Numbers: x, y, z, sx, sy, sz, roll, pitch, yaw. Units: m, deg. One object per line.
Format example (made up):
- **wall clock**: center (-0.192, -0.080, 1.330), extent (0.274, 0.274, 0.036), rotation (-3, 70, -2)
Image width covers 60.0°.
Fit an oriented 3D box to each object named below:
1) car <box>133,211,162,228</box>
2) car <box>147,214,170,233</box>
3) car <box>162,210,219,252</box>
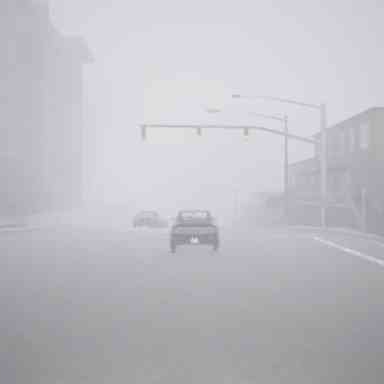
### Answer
- **car**: center (-3.590, 2.249, 27.378), extent (1.994, 1.385, 4.181), rotation (0, -5, 0)
- **car**: center (-3.585, 3.565, 36.506), extent (1.882, 1.535, 5.008), rotation (0, -12, 0)
- **car**: center (0.095, 1.514, 14.095), extent (2.128, 1.511, 4.902), rotation (0, 0, 0)
